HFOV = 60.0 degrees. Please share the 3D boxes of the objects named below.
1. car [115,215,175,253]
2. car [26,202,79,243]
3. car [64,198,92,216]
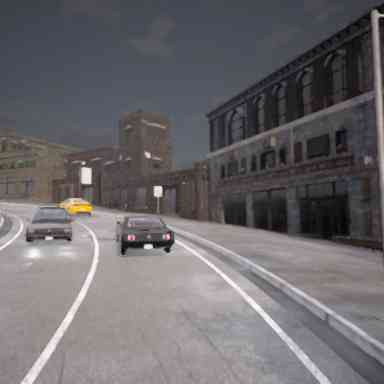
[{"bbox_3d":[-2.102,1.585,13.604,1.895,1.301,4.718,1,0,-16],"label":"car"},{"bbox_3d":[-6.677,1.453,15.914,2.033,1.411,5.357,1,0,-21],"label":"car"},{"bbox_3d":[-10.916,1.322,30.887,1.882,1.535,5.008,3,-1,-37],"label":"car"}]
